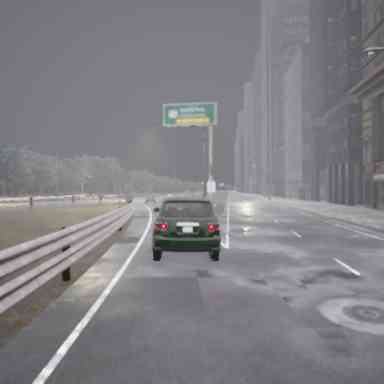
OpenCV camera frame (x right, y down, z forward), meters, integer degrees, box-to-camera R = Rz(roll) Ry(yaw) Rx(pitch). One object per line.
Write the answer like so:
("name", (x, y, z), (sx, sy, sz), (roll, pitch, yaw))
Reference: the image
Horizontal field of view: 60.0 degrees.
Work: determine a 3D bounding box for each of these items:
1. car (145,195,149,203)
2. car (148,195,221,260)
("car", (-7.718, 1.284, 62.092), (2.033, 1.411, 5.357), (-1, 0, -9))
("car", (-0.263, 1.176, 12.342), (2.150, 2.045, 5.566), (1, 0, -3))
